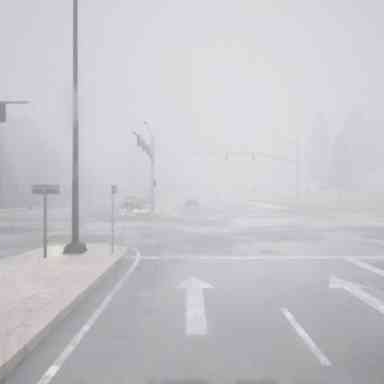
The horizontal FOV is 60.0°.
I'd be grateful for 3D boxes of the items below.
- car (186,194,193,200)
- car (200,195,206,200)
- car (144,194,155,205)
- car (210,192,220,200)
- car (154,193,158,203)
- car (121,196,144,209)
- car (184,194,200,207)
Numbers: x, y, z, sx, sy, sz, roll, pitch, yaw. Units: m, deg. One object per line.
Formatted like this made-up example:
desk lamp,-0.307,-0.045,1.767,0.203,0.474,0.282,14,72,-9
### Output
car,-0.742,1.389,90.086,1.837,1.490,4.892,0,0,-1
car,2.758,1.414,90.146,1.812,1.442,4.674,0,0,-1
car,-8.313,1.475,59.204,2.033,1.411,5.357,0,0,0
car,6.258,1.115,90.153,2.150,2.045,5.566,0,0,-1
car,-8.435,1.139,69.811,2.150,2.045,5.566,0,0,-1
car,-8.167,1.297,44.969,2.097,1.767,4.553,0,0,-1
car,-0.119,1.465,49.042,1.812,1.442,4.674,0,0,-1
